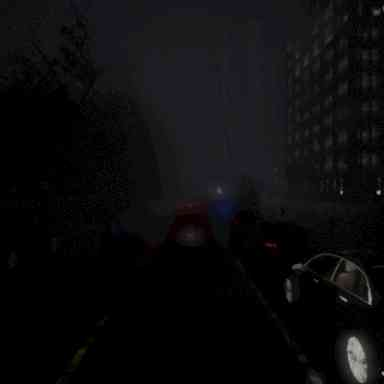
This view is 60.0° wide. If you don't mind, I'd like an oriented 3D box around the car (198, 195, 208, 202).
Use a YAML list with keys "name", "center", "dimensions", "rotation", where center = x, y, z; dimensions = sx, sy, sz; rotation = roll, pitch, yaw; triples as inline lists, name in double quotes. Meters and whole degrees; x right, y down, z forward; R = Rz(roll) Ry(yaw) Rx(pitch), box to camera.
- name: "car"
  center: [2.261, 1.219, 66.961]
  dimensions: [1.802, 1.307, 4.206]
  rotation: [0, 0, 0]

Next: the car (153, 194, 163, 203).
- name: "car"
  center: [-6.082, 1.229, 61.276]
  dimensions: [1.947, 1.339, 4.313]
  rotation: [0, 0, 0]

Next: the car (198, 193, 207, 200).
- name: "car"
  center: [2.496, 1.067, 78.939]
  dimensions: [1.882, 1.535, 5.008]
  rotation: [0, 0, 0]

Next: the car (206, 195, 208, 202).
- name: "car"
  center: [2.442, 1.359, 38.800]
  dimensions: [1.802, 1.307, 4.206]
  rotation: [0, 0, 0]

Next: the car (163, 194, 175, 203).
- name: "car"
  center: [-3.418, 1.226, 58.143]
  dimensions: [2.033, 1.411, 5.357]
  rotation: [0, 0, 0]

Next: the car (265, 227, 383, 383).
- name: "car"
  center: [2.658, 1.519, 5.008]
  dimensions: [2.008, 1.369, 4.403]
  rotation: [0, 0, 0]

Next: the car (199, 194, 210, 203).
- name: "car"
  center: [2.298, 1.103, 61.329]
  dimensions: [1.967, 1.590, 4.097]
  rotation: [0, 0, 0]

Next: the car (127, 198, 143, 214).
- name: "car"
  center: [-5.901, 1.334, 32.945]
  dimensions: [1.752, 1.417, 4.829]
  rotation: [0, 0, 0]

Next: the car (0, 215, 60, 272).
- name: "car"
  center: [-5.758, 1.479, 10.587]
  dimensions: [1.887, 1.381, 4.507]
  rotation: [0, 0, 0]

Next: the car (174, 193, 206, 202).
- name: "car"
  center: [-0.133, 1.187, 27.892]
  dimensions: [2.097, 1.767, 4.553]
  rotation: [0, 0, 0]

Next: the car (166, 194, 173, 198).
- name: "car"
  center: [-6.299, 1.111, 95.068]
  dimensions: [1.802, 1.307, 4.206]
  rotation: [0, 0, 0]

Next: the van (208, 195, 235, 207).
- name: "van"
  center: [2.514, 1.178, 27.536]
  dimensions: [1.690, 1.788, 3.998]
  rotation: [0, 0, 0]

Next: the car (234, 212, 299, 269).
- name: "car"
  center: [2.622, 1.516, 10.641]
  dimensions: [1.802, 1.307, 4.206]
  rotation: [0, 0, 0]

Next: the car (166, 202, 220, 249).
- name: "car"
  center: [-0.036, 1.391, 14.130]
  dimensions: [1.882, 1.535, 5.008]
  rotation: [0, 0, 0]

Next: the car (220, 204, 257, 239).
- name: "car"
  center: [2.586, 1.483, 16.273]
  dimensions: [1.802, 1.307, 4.206]
  rotation: [0, 0, 0]

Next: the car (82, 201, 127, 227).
- name: "car"
  center: [-5.830, 1.413, 21.851]
  dimensions: [1.887, 1.381, 4.507]
  rotation: [0, 0, 0]

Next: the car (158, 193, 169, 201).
- name: "car"
  center: [-6.155, 1.054, 72.538]
  dimensions: [1.967, 1.590, 4.097]
  rotation: [0, 0, 0]
